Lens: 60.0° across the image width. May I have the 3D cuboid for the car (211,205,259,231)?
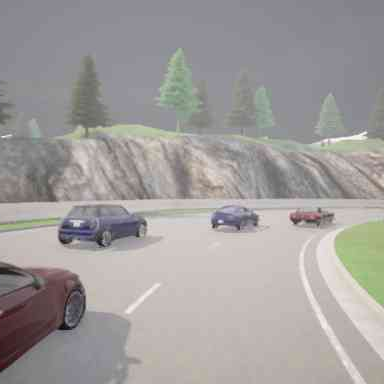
[{"bbox_3d":[2.767,1.548,21.065,1.812,1.442,4.674,0,0,29],"label":"car"}]

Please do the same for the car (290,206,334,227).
[{"bbox_3d":[8.720,1.685,23.837,1.895,1.301,4.718,1,0,37],"label":"car"}]

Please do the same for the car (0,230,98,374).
[{"bbox_3d":[-2.943,1.493,3.946,1.812,1.442,4.674,0,0,6],"label":"car"}]

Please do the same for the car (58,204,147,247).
[{"bbox_3d":[-3.822,1.307,15.031,2.097,1.767,4.553,1,0,19],"label":"car"}]
